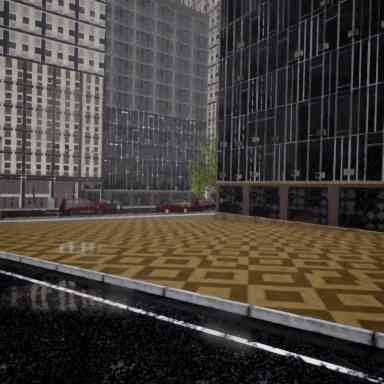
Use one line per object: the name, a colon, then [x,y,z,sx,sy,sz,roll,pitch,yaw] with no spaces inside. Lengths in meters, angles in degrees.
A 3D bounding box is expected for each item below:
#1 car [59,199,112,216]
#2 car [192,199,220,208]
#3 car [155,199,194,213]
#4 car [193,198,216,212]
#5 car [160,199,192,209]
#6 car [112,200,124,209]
car: [-11.862,1.645,36.288,5.009,1.841,2.192,1,1,-34]
car: [2.391,1.872,55.605,4.313,1.339,1.947,1,1,-34]
car: [-2.513,1.965,42.698,4.507,1.381,1.887,1,1,-34]
car: [2.169,1.781,45.897,5.009,1.841,2.192,1,1,-34]
car: [-2.426,1.785,52.305,4.829,1.417,1.752,1,1,-34]
car: [-11.640,1.720,45.996,4.403,1.369,2.008,1,1,-34]
